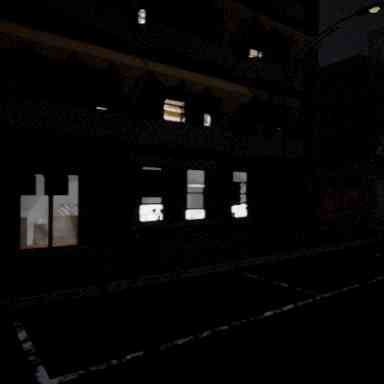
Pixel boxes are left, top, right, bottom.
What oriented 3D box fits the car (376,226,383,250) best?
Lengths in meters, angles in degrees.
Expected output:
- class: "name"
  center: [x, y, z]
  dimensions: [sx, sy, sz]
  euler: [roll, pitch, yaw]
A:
- class: "car"
  center: [8.855, 1.488, 12.862]
  dimensions: [4.507, 1.381, 1.887]
  euler: [0, 1, -35]
